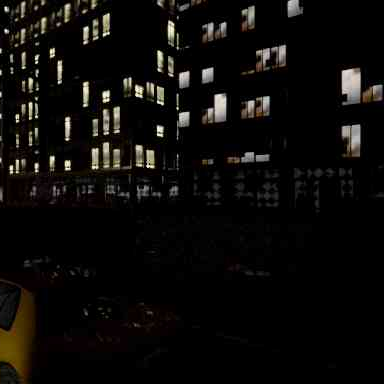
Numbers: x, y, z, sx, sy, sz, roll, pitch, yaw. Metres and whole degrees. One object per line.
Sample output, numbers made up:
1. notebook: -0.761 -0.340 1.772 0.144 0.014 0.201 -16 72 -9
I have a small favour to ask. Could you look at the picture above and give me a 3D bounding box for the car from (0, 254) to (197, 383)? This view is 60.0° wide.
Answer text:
1. car: -2.228 1.525 4.459 4.829 1.417 1.752 0 0 36
